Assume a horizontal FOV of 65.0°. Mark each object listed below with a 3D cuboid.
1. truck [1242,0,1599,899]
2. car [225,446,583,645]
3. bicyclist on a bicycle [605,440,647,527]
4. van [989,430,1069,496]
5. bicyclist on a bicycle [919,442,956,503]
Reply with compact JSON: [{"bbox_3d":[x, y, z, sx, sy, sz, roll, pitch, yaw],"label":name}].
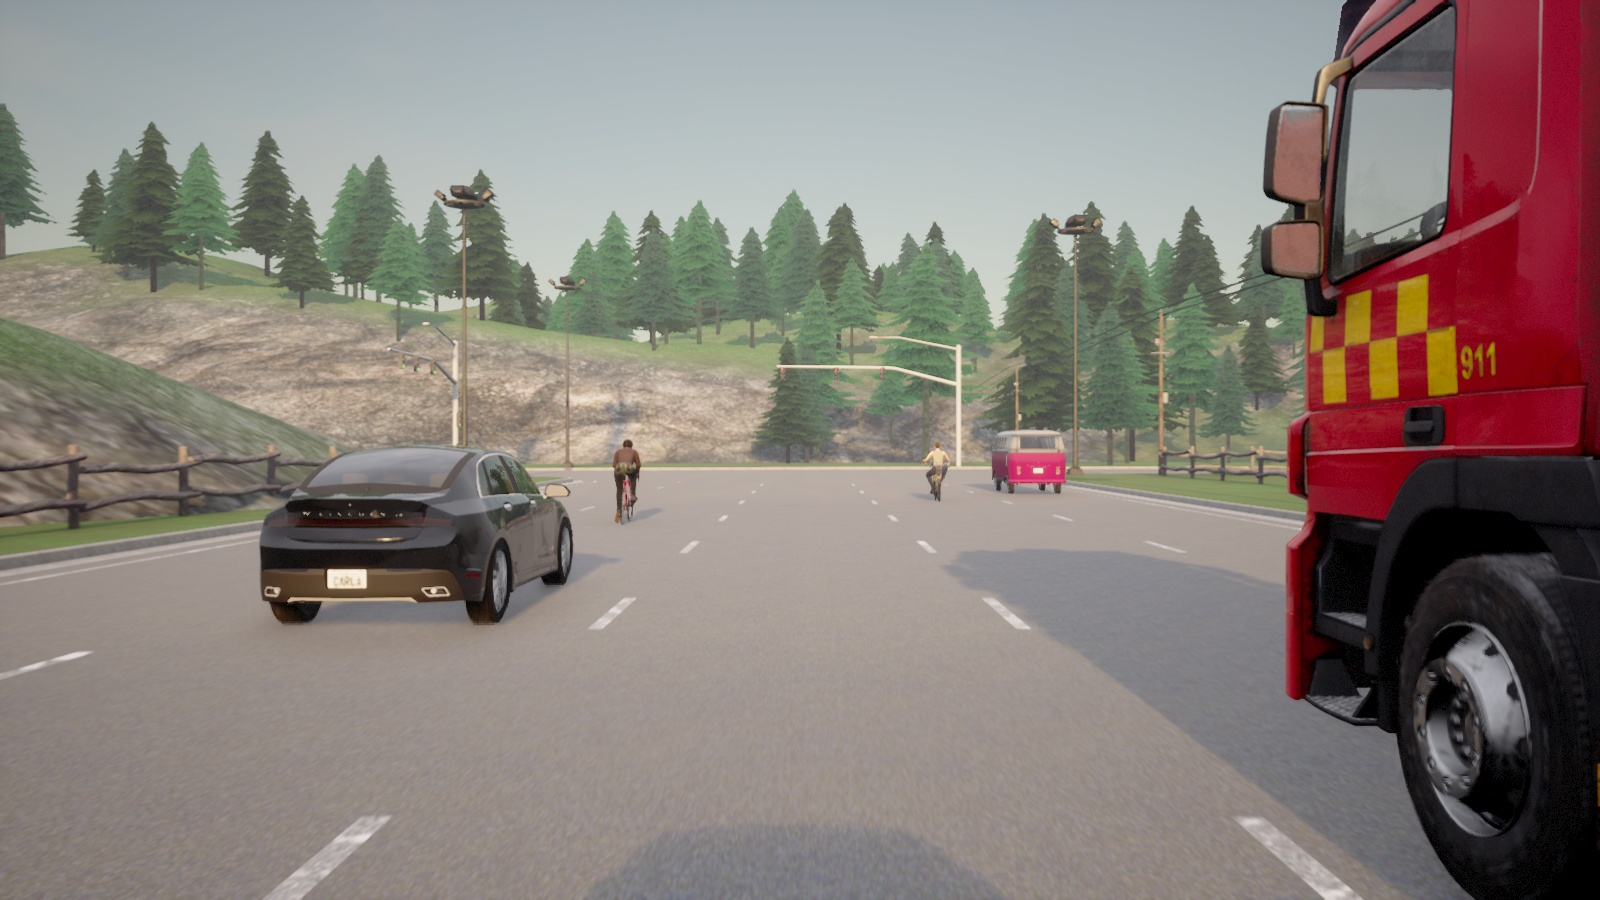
[{"bbox_3d":[3.526,-0.420,1.762,2.891,3.827,8.468,0,0,1],"label":"truck"},{"bbox_3d":[-3.416,0.714,11.946,1.837,1.490,4.892,0,0,0],"label":"car"},{"bbox_3d":[-3.346,0.624,24.263,0.582,1.620,1.656,0,0,0],"label":"bicyclist on a bicycle"},{"bbox_3d":[7.246,0.385,40.179,1.775,1.987,4.442,0,0,0],"label":"van"},{"bbox_3d":[3.705,0.585,33.926,0.866,1.612,1.509,0,0,1],"label":"bicyclist on a bicycle"}]
